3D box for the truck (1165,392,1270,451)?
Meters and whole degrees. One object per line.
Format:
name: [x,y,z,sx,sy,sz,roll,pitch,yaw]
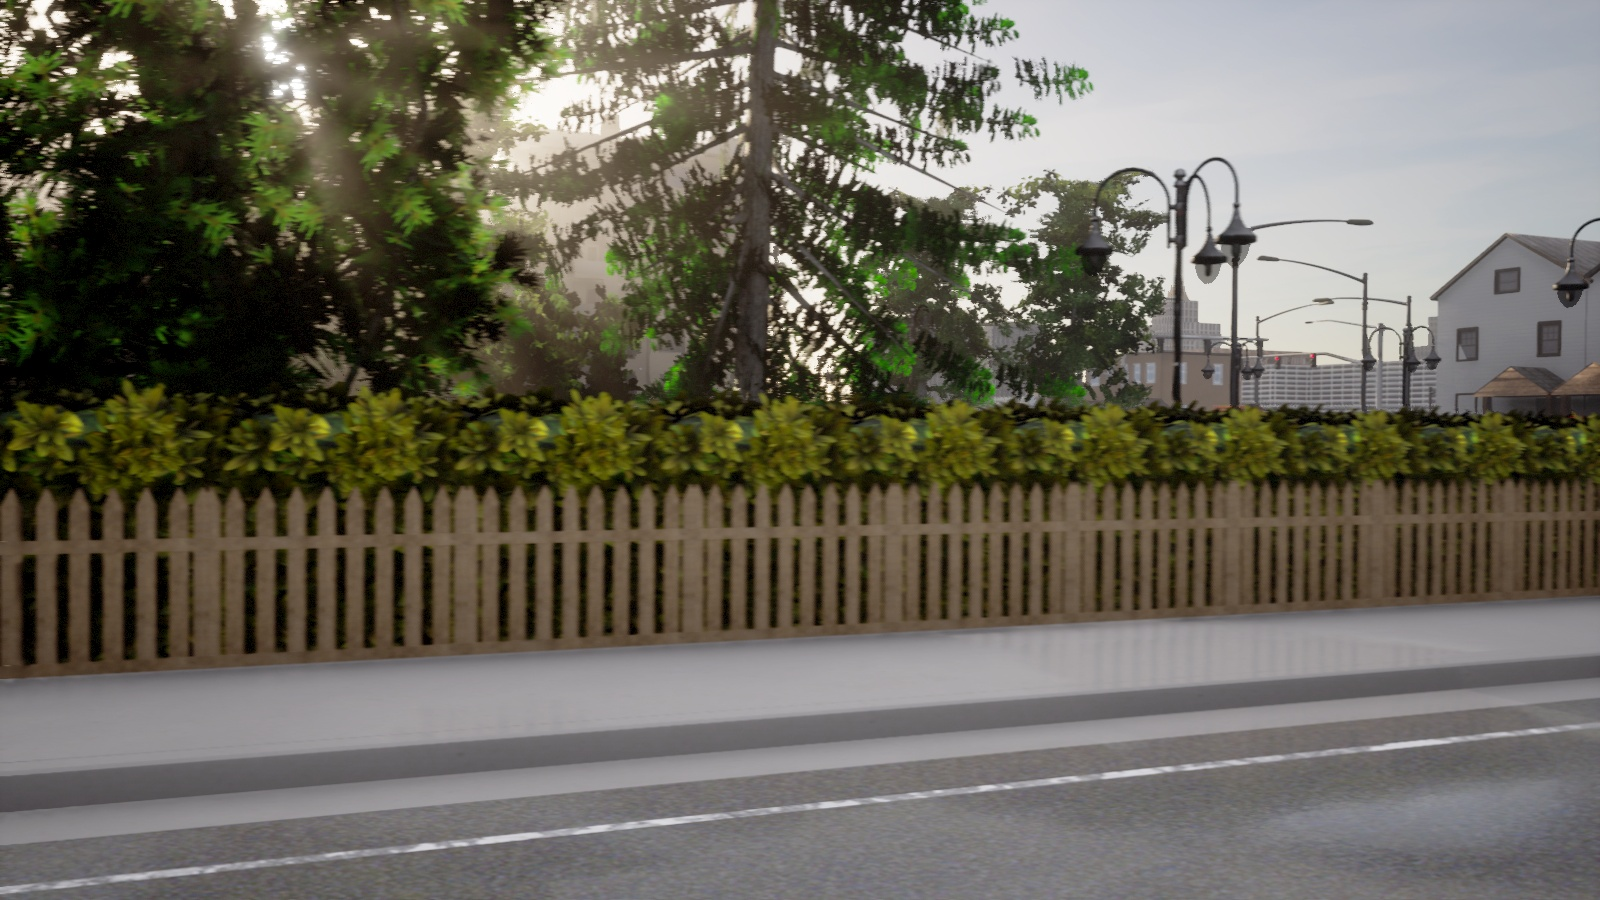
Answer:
truck: [25.840,-1.746,77.540,7.936,3.462,2.891,-2,2,-45]
